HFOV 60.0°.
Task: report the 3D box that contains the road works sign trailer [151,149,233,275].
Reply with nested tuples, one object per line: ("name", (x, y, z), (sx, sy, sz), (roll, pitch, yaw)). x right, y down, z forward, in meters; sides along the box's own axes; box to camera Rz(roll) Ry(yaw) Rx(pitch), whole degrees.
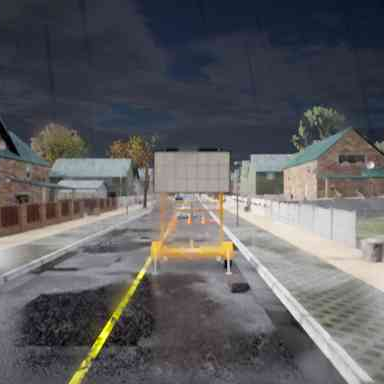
("road works sign trailer", (-0.001, 0.450, 10.425), (2.380, 3.560, 2.880), (0, 0, 0))

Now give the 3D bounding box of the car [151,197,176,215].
("car", (-2.852, 1.457, 32.817), (1.837, 1.490, 4.892), (0, 0, 0))

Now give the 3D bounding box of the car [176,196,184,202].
("car", (-2.758, 1.452, 73.321), (1.895, 1.301, 4.718), (0, 0, 0))
